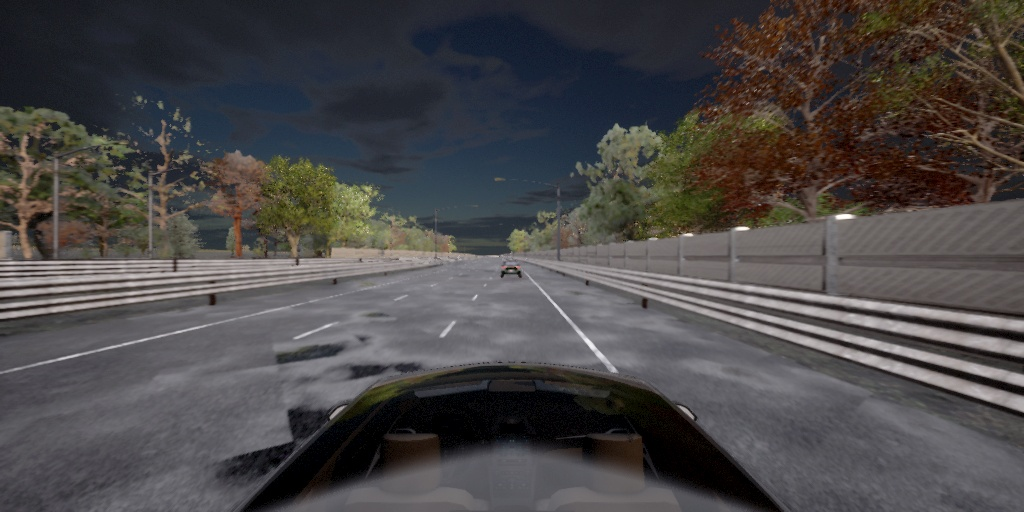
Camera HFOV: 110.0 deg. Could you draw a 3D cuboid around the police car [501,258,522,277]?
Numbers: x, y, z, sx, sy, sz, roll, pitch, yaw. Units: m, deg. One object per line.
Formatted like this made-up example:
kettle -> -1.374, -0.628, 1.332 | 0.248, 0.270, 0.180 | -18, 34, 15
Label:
police car -> -0.078, 1.204, 34.909 | 2.038, 1.542, 4.974 | 0, 0, 0
